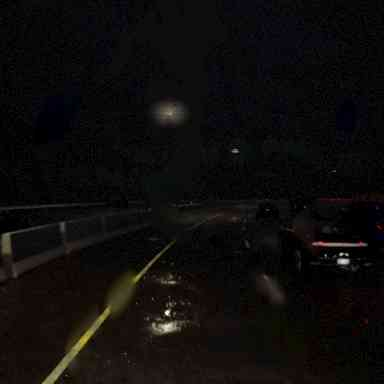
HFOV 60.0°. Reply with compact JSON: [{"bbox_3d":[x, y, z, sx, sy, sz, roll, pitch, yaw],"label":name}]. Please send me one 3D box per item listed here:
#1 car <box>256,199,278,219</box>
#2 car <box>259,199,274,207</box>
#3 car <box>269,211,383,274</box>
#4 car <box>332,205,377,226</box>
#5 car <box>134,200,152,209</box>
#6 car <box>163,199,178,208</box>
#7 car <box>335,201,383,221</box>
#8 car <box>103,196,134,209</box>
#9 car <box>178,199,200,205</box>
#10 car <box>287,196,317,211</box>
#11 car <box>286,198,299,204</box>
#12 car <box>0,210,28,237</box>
[{"bbox_3d":[7.426,1.713,32.915,2.097,1.767,4.553,0,-1,12],"label":"car"},{"bbox_3d":[15.766,2.226,70.329,1.801,1.575,5.366,0,-1,27],"label":"car"},{"bbox_3d":[4.118,1.621,11.076,2.128,1.511,4.902,0,-1,4],"label":"car"},{"bbox_3d":[13.471,1.888,27.952,2.033,1.411,5.357,0,-1,11],"label":"car"},{"bbox_3d":[-8.172,2.037,55.371,1.812,1.442,4.674,0,0,19],"label":"car"},{"bbox_3d":[-3.436,2.066,58.254,1.837,1.490,4.892,0,-1,20],"label":"car"},{"bbox_3d":[7.878,1.400,14.236,2.150,2.045,5.566,0,-1,5],"label":"car"},{"bbox_3d":[-12.264,1.703,54.257,2.150,2.045,5.566,0,-1,18],"label":"car"},{"bbox_3d":[-0.196,1.915,56.905,2.097,1.767,4.553,0,-1,21],"label":"car"},{"bbox_3d":[10.971,1.599,32.894,2.150,2.045,5.566,0,-1,13],"label":"car"},{"bbox_3d":[25.933,2.330,85.480,1.837,1.490,4.892,0,-1,34],"label":"car"},{"bbox_3d":[-9.732,1.601,15.515,2.128,1.511,4.902,0,-1,6],"label":"car"}]
